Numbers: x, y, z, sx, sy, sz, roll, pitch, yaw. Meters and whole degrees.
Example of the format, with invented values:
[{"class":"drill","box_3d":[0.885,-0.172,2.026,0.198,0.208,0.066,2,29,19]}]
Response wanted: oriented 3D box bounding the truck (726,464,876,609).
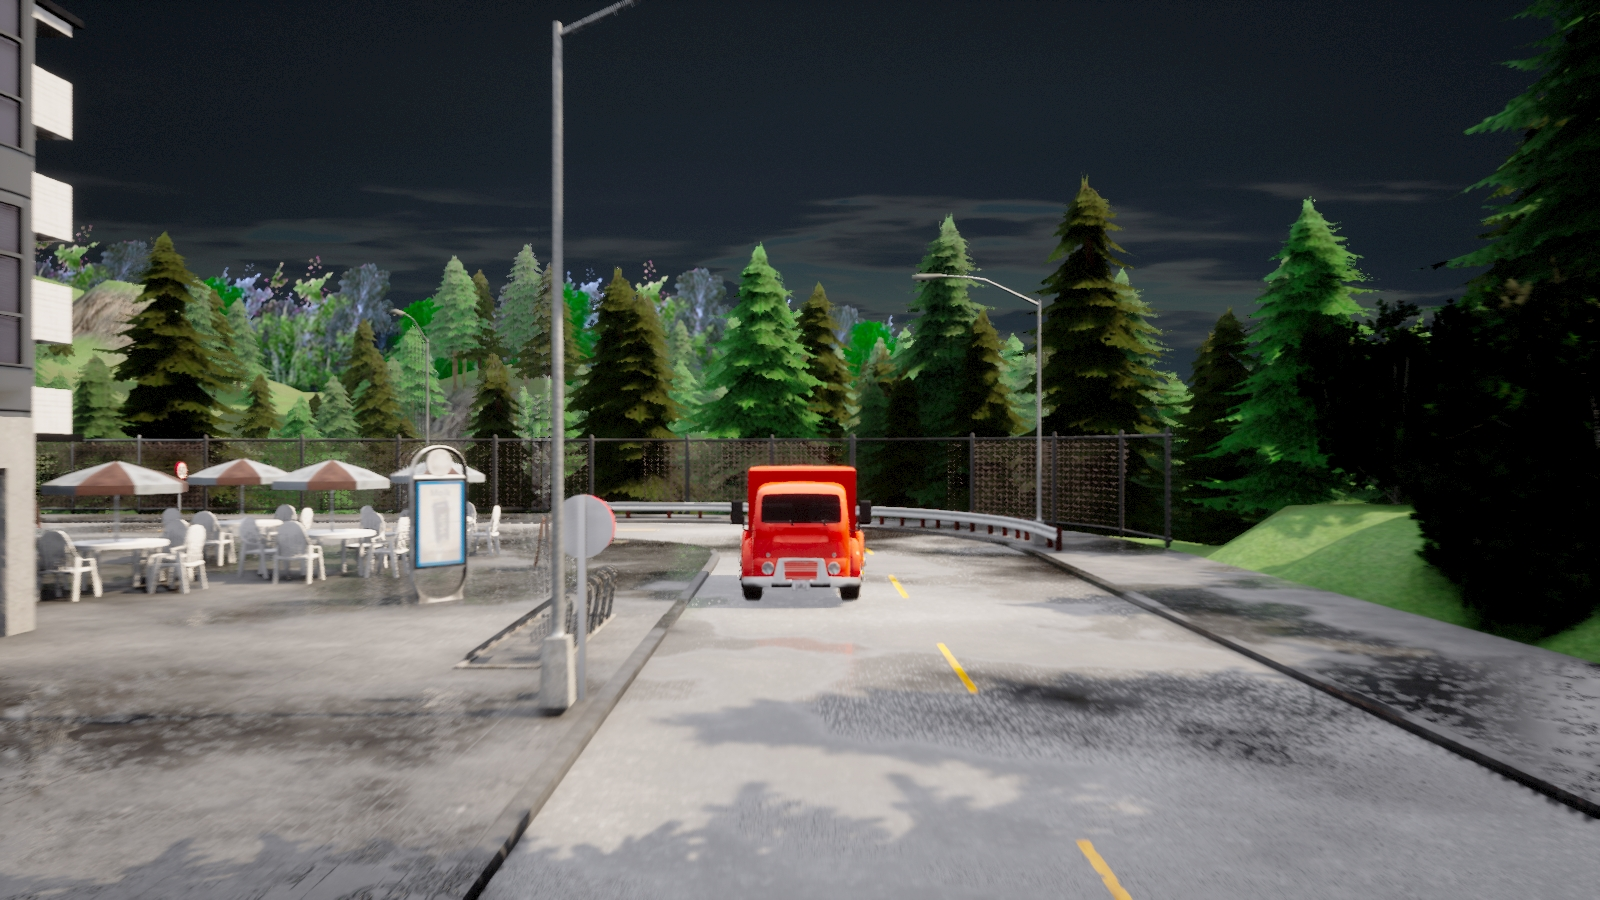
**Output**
[{"class":"truck","box_3d":[0.043,1.551,22.603,2.627,2.467,5.204,0,0,1]}]
